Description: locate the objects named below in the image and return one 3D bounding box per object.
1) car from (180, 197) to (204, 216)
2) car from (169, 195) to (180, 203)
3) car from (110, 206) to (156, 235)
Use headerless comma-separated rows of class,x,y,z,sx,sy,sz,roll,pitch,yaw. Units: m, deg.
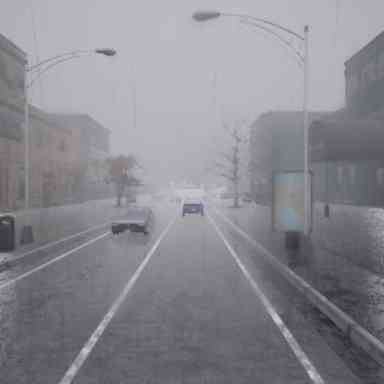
car,0.101,1.372,31.126,1.882,1.535,5.008,0,0,0
car,-3.034,1.305,60.622,2.128,1.511,4.902,0,-1,1
car,-3.100,1.500,18.700,2.033,1.411,5.357,0,0,0
